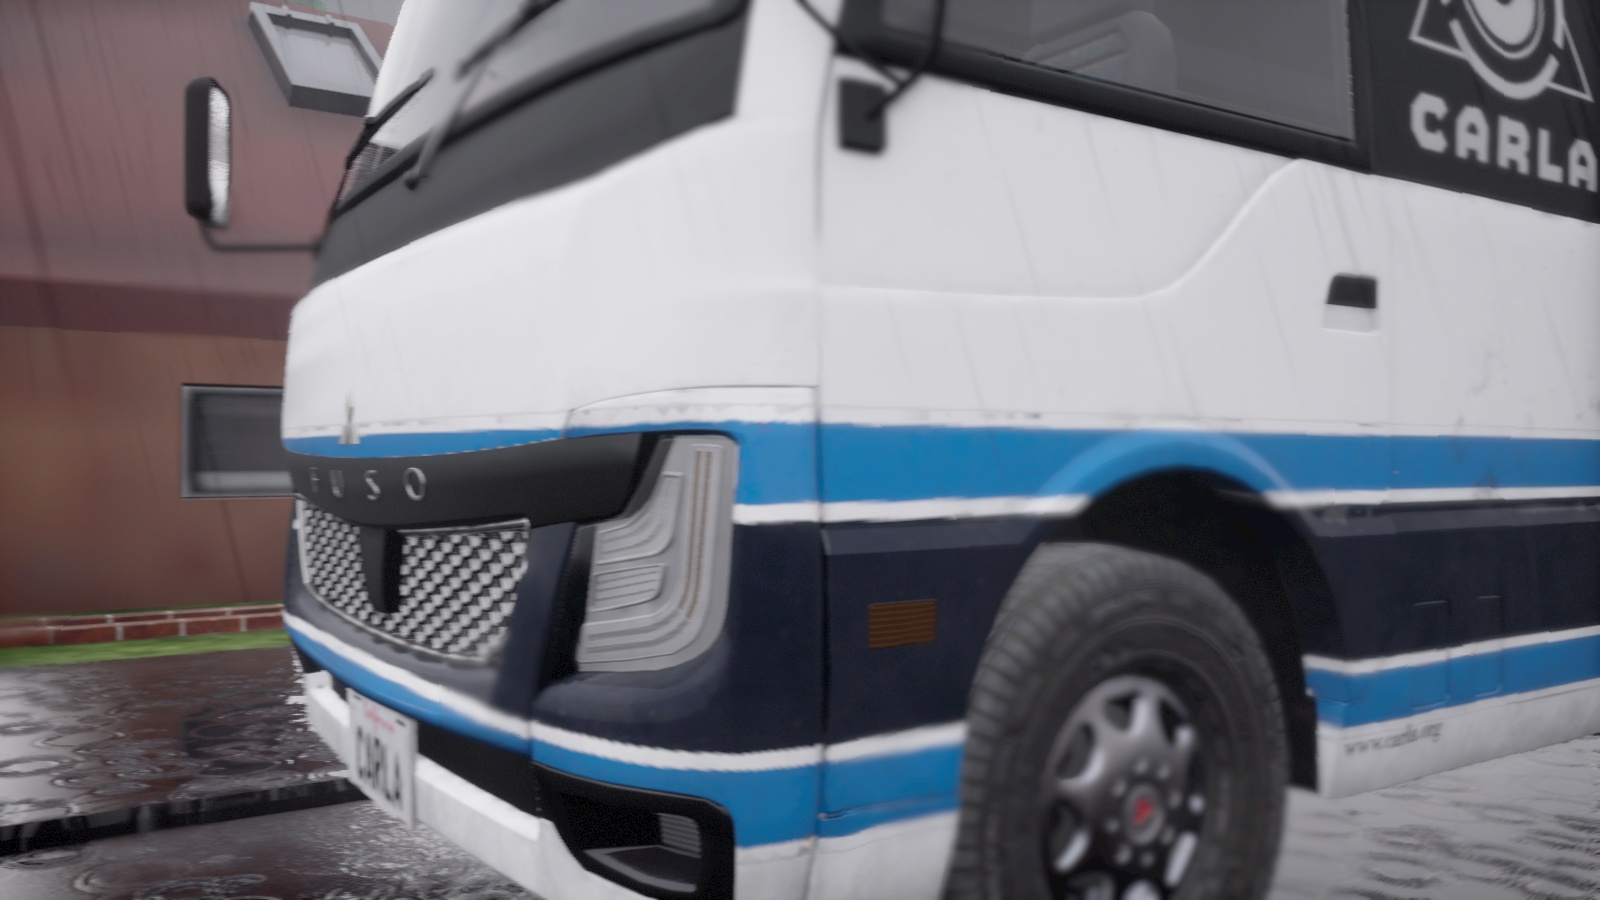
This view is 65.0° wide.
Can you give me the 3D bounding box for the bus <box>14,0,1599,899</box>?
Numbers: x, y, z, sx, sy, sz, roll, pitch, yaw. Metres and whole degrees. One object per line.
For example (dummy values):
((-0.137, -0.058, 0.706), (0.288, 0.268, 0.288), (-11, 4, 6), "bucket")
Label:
((2.420, -0.614, 5.954), (10.273, 4.253, 3.944), (0, 0, -34), "bus")
